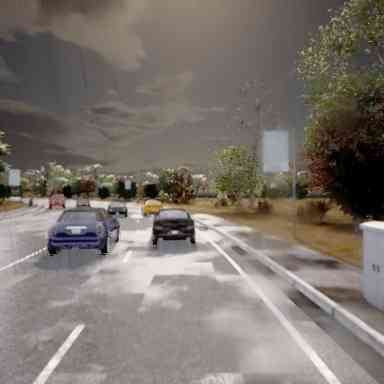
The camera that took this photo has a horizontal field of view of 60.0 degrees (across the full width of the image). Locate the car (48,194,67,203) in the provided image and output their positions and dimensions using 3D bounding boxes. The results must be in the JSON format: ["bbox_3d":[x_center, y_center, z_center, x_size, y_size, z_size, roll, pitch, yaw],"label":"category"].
[{"bbox_3d":[-19.256,1.379,47.770,2.150,2.045,5.566,0,0,-20],"label":"car"}]

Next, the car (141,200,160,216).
[{"bbox_3d":[-4.142,1.584,34.314,1.882,1.535,5.008,0,0,-13],"label":"car"}]

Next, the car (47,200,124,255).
[{"bbox_3d":[-4.246,1.400,13.737,2.097,1.767,4.553,0,0,-6],"label":"car"}]

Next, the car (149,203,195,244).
[{"bbox_3d":[-0.979,1.526,16.218,1.882,1.535,5.008,0,0,-6],"label":"car"}]

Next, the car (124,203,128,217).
[{"bbox_3d":[-7.325,1.706,32.658,1.895,1.301,4.718,0,0,-13],"label":"car"}]
